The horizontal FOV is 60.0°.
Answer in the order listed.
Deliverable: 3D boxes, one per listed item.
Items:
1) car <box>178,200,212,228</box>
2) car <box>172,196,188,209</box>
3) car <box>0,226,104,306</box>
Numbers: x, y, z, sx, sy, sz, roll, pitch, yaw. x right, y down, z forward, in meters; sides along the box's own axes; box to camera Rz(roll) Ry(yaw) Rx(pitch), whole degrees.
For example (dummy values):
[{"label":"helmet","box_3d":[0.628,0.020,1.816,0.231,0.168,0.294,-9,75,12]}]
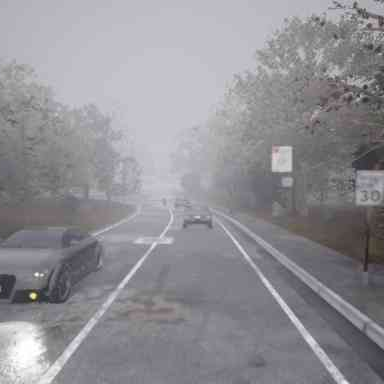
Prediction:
[{"label":"car","box_3d":[0.304,1.498,21.829,2.033,1.411,5.357,0,0,-1]},{"label":"car","box_3d":[-1.406,1.258,42.577,2.128,1.511,4.902,-1,2,-9]},{"label":"car","box_3d":[-3.526,1.537,7.933,1.994,1.385,4.181,0,0,1]}]
